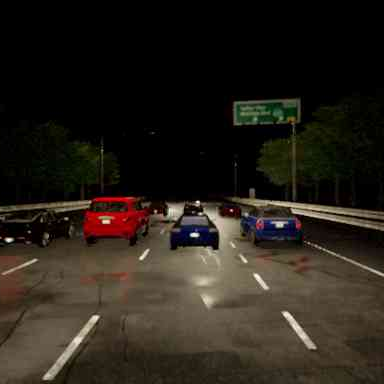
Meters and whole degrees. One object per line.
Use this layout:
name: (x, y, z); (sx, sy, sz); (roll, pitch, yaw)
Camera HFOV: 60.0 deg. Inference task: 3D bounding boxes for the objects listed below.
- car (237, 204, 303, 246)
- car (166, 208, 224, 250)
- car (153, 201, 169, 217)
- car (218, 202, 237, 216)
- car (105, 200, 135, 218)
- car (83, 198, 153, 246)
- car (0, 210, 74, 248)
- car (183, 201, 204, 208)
car: (3.611, 1.410, 15.790); (2.097, 1.767, 4.553); (0, 0, 0)
car: (0.108, 1.618, 14.692); (1.994, 1.385, 4.181); (0, 0, 0)
car: (-3.357, 1.640, 33.074); (1.812, 1.442, 4.674); (0, 0, 0)
car: (3.642, 1.677, 32.656); (1.994, 1.385, 4.181); (0, 0, 0)
car: (-6.859, 1.615, 32.184); (1.837, 1.490, 4.892); (0, 0, 0)
car: (-3.387, 1.279, 15.816); (2.150, 2.045, 5.566); (0, 0, 0)
car: (-6.891, 1.560, 15.010); (1.837, 1.490, 4.892); (0, 0, 0)
car: (0.140, 1.602, 32.042); (2.128, 1.511, 4.902); (0, 0, 0)
